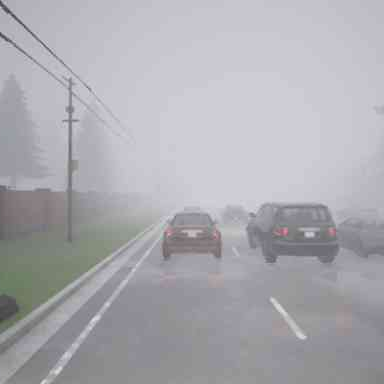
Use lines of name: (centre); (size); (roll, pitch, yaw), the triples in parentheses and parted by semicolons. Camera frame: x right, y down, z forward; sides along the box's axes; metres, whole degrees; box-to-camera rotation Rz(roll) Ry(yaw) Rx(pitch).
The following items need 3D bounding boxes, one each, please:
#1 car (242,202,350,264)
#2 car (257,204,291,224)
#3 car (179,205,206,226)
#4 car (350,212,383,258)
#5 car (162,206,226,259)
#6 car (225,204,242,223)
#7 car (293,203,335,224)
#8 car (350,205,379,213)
car: (3.509, 1.368, 12.566); (2.150, 2.045, 5.566); (0, 0, 0)
car: (7.023, 1.852, 28.862); (1.812, 1.442, 4.674); (0, 0, 0)
car: (0.011, 1.859, 27.507); (2.033, 1.411, 5.357); (0, -1, 0)
car: (7.019, 1.718, 13.483); (1.994, 1.385, 4.181); (0, -1, 0)
car: (0.019, 1.504, 13.399); (2.097, 1.767, 4.553); (0, -1, 0)
car: (3.519, 1.830, 28.476); (1.837, 1.490, 4.892); (0, 0, 0)
car: (10.526, 1.808, 29.212); (1.882, 1.535, 5.008); (0, 0, 0)
car: (14.019, 1.815, 28.477); (2.128, 1.511, 4.902); (0, -1, 0)
